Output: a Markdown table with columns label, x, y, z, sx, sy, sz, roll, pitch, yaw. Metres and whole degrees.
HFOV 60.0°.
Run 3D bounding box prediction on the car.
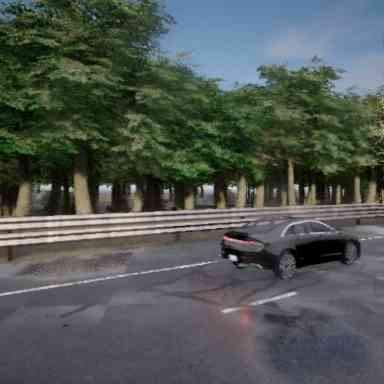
| label | x | y | z | sx | sy | sz | roll | pitch | yaw |
| --- | --- | --- | --- | --- | --- | --- | --- | --- | --- |
| car | 3.056 | 1.468 | 9.904 | 4.902 | 1.511 | 2.128 | 0 | 0 | -34 |
